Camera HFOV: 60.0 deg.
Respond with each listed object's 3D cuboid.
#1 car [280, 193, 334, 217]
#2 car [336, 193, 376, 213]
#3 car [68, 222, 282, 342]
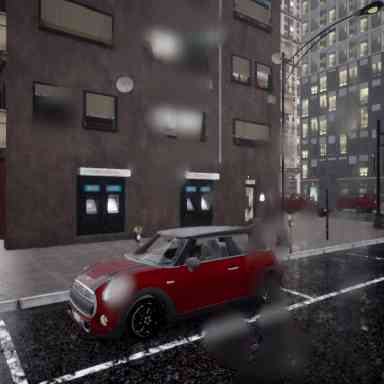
[{"bbox_3d":[8.680,1.010,27.326,2.192,1.841,5.009,2,0,-36],"label":"car"},{"bbox_3d":[15.424,1.030,32.300,2.192,1.841,5.009,1,0,-36],"label":"car"},{"bbox_3d":[-0.197,1.440,6.415,4.097,1.590,1.967,0,0,-35],"label":"car"}]
